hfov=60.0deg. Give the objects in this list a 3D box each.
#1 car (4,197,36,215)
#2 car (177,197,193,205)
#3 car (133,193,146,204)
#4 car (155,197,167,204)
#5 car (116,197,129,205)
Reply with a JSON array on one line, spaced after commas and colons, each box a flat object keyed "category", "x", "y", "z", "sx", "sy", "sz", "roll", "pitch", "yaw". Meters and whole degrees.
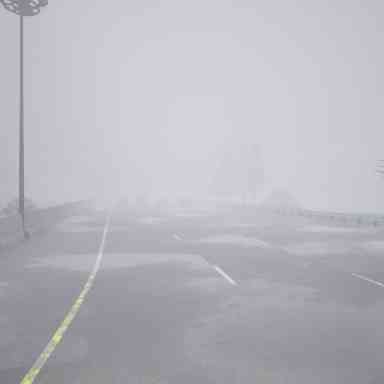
[{"category": "car", "x": -17.403, "y": 1.351, "z": 33.828, "sx": 2.097, "sy": 1.767, "sz": 4.553, "roll": 0, "pitch": 0, "yaw": -13}, {"category": "car", "x": -1.220, "y": 1.547, "z": 57.597, "sx": 2.033, "sy": 1.411, "sz": 5.357, "roll": 0, "pitch": 0, "yaw": -13}, {"category": "car", "x": -10.336, "y": 1.221, "z": 65.878, "sx": 2.150, "sy": 2.045, "sz": 5.566, "roll": 0, "pitch": 0, "yaw": -13}, {"category": "car", "x": -5.784, "y": 1.546, "z": 61.770, "sx": 2.033, "sy": 1.411, "sz": 5.357, "roll": 0, "pitch": 0, "yaw": -13}, {"category": "car", "x": -12.291, "y": 1.546, "z": 58.908, "sx": 2.033, "sy": 1.411, "sz": 5.357, "roll": 0, "pitch": 0, "yaw": -15}]
